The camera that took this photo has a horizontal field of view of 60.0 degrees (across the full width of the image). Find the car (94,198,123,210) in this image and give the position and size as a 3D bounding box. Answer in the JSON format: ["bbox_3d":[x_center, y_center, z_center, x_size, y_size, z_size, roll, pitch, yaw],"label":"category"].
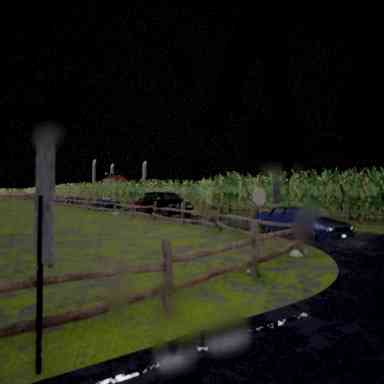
[{"bbox_3d":[-9.577,1.336,37.949,1.895,1.301,4.718,1,0,-35],"label":"car"}]

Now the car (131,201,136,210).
[{"bbox_3d":[-4.979,1.285,36.544,1.882,1.535,5.008,1,0,-35],"label":"car"}]

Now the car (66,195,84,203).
[{"bbox_3d":[-20.994,1.246,59.324,1.895,1.301,4.718,1,0,-36],"label":"car"}]

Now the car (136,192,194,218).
[{"bbox_3d":[-2.130,1.041,27.345,2.150,2.045,5.566,1,-1,-35],"label":"car"}]

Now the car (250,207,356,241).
[{"bbox_3d":[5.118,1.449,16.323,2.033,1.411,5.357,1,0,-29],"label":"car"}]
